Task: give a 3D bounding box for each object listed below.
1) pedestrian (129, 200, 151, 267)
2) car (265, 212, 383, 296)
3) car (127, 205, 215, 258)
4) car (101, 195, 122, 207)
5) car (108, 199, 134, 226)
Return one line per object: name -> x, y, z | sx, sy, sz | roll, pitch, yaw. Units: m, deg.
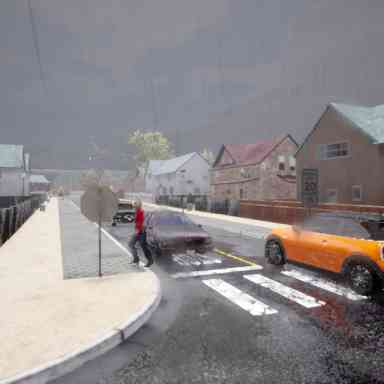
pedestrian -> -1.405, 1.093, 8.937 | 0.375, 1.860, 0.375 | 1, 0, -22
car -> 3.925, 1.311, 8.928 | 2.097, 1.767, 4.553 | 0, 0, -22
car -> -0.948, 1.472, 12.969 | 2.033, 1.411, 5.357 | 0, 0, -20
car -> -11.368, 1.207, 46.545 | 2.033, 1.411, 5.357 | 0, 0, -22
car -> -4.630, 1.358, 22.144 | 1.837, 1.490, 4.892 | 0, 0, -22
